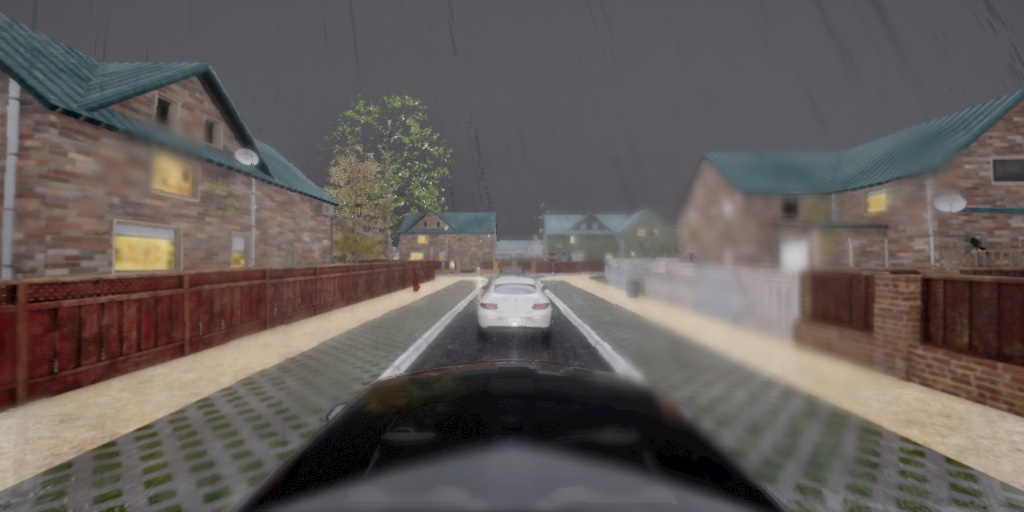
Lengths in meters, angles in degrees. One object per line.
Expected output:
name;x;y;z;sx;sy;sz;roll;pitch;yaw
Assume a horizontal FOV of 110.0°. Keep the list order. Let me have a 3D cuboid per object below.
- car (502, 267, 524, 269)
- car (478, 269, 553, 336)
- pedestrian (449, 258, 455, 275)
car;0.046;1.365;23.675;1.895;1.301;4.718;0;0;-1
car;0.085;1.282;10.270;1.812;1.442;4.674;0;0;0
pedestrian;-6.746;1.132;40.129;0.375;1.860;0.375;0;-1;1
